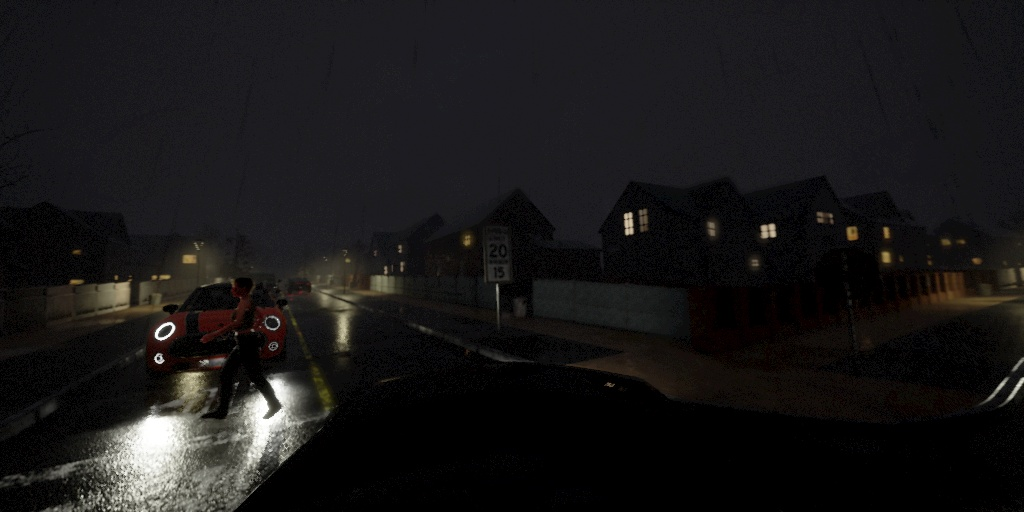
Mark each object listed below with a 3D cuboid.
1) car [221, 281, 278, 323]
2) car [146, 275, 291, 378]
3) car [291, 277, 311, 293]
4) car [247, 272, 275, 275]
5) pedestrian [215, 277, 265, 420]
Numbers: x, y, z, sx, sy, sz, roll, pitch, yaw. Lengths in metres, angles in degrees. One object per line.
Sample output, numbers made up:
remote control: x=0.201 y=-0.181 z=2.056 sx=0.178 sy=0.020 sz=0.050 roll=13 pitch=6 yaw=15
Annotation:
car: x=-12.080 y=1.984 z=16.745 sx=1.882 sy=1.535 sz=5.008 roll=1 pitch=-3 yaw=-34
car: x=-6.507 y=1.418 z=8.332 sx=2.097 sy=1.767 sz=4.553 roll=1 pitch=-3 yaw=-33
car: x=-21.243 y=2.927 z=35.824 sx=1.882 sy=1.535 sz=5.008 roll=1 pitch=-3 yaw=-33
car: x=-18.006 y=2.196 z=25.708 sx=2.150 sy=2.045 sz=5.566 roll=1 pitch=-3 yaw=-33
pedestrian: x=-3.476 y=1.158 z=4.647 sx=0.375 sy=1.860 sz=0.375 roll=4 pitch=-7 yaw=-33
